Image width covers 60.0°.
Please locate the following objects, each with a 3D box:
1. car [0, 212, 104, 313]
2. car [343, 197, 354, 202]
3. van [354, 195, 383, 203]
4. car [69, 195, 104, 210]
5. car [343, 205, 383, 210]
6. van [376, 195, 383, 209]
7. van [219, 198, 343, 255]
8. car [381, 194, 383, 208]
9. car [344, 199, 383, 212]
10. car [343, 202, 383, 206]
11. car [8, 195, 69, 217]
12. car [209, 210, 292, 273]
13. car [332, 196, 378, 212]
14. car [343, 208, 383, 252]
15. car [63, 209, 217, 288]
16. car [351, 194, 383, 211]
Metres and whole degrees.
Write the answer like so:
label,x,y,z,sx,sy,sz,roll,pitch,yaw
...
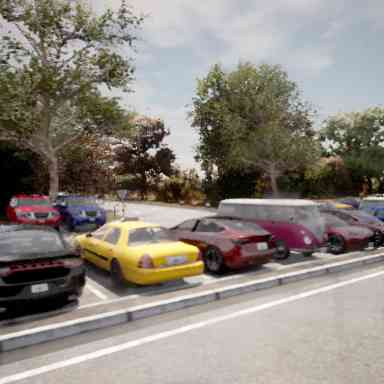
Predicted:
label,x,y,z,sx,sy,sz,roll,pitch,yaw
car,-3.995,1.469,7.614,2.097,1.535,5.008,0,0,-36
car,15.565,1.564,37.423,1.946,1.575,5.366,0,0,-36
van,12.039,1.301,18.922,1.878,1.987,4.442,0,0,-36
car,-7.316,1.232,21.285,2.435,2.045,5.566,0,0,-36
car,7.425,1.540,15.735,2.163,1.488,4.792,0,0,-36
van,28.945,1.392,47.344,1.878,1.987,4.442,0,0,-36
van,2.913,1.267,12.408,1.878,1.987,4.442,0,0,-36
car,31.256,1.374,48.885,2.435,2.045,5.566,0,0,-36
car,22.252,1.622,42.388,2.163,1.488,4.792,0,0,-36
car,9.693,1.518,17.383,2.097,1.535,5.008,0,0,-36
car,-9.482,1.224,19.738,2.435,2.045,5.566,0,0,-35
car,0.545,1.514,10.897,2.163,1.488,4.792,0,0,-36
car,19.957,1.459,40.823,2.185,1.767,4.553,0,0,-36
car,5.143,1.531,14.107,2.163,1.488,4.792,0,0,-36
car,-1.827,1.473,9.396,1.946,1.575,5.366,0,0,-36
car,24.479,1.350,44.048,2.435,2.045,5.566,0,0,-36
